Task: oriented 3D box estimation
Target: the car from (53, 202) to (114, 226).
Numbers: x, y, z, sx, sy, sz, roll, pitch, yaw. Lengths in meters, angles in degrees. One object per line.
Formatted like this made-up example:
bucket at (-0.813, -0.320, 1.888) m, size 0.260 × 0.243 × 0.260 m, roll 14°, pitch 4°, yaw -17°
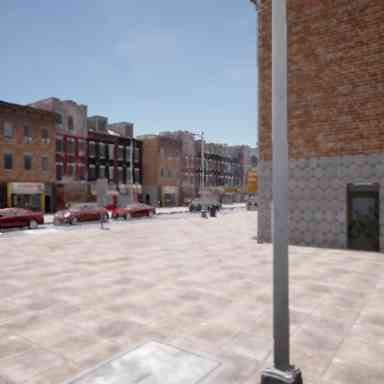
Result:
car at (-8.300, 1.581, 24.947) m, size 1.967 × 1.590 × 4.097 m, roll 0°, pitch 0°, yaw 36°

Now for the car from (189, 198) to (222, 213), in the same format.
car at (1.646, 1.475, 39.040) m, size 2.097 × 1.767 × 4.553 m, roll 0°, pitch 0°, yaw 36°

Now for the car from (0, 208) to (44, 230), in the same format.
car at (-11.477, 1.691, 20.502) m, size 1.887 × 1.381 × 4.507 m, roll 0°, pitch 0°, yaw 36°

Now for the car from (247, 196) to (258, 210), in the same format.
car at (9.169, 1.453, 44.736) m, size 2.097 × 1.767 × 4.553 m, roll 0°, pitch 0°, yaw 36°

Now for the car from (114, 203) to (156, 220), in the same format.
car at (-5.119, 1.680, 29.391) m, size 1.887 × 1.381 × 4.507 m, roll 0°, pitch 0°, yaw 36°
